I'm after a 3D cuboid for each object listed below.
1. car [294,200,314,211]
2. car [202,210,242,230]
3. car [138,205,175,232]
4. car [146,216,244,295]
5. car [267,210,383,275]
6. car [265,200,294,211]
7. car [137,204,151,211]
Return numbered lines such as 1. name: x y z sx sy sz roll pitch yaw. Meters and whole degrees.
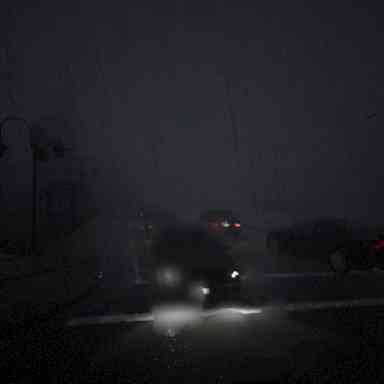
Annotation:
1. car: 14.399 1.848 45.035 2.152 1.636 5.027 0 -1 -11
2. car: 1.455 1.753 19.410 2.033 1.411 5.357 0 -1 -6
3. car: -1.842 1.738 19.436 2.033 1.411 5.357 0 -1 -11
4. car: -0.161 1.647 9.368 2.033 1.411 5.357 0 -1 -9
5. car: 4.506 1.617 11.221 1.882 1.535 5.008 0 0 -22
6. car: 11.326 1.836 44.400 2.007 1.523 4.514 0 -1 -11
7. car: -3.913 1.830 29.864 2.033 1.411 5.357 0 -1 -11
